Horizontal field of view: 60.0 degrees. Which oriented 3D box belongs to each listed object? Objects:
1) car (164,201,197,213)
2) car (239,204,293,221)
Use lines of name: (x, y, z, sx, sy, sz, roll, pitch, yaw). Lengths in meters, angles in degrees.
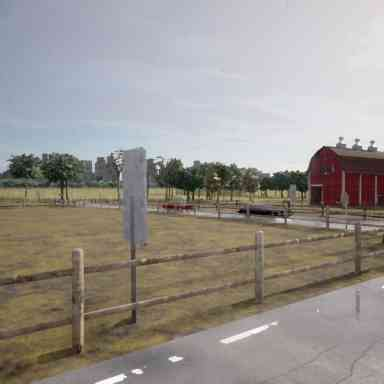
car: (-1.446, 1.735, 39.771, 1.895, 1.301, 4.718, -1, 0, -35)
car: (6.329, 1.674, 28.769, 1.895, 1.301, 4.718, -1, 0, -35)
